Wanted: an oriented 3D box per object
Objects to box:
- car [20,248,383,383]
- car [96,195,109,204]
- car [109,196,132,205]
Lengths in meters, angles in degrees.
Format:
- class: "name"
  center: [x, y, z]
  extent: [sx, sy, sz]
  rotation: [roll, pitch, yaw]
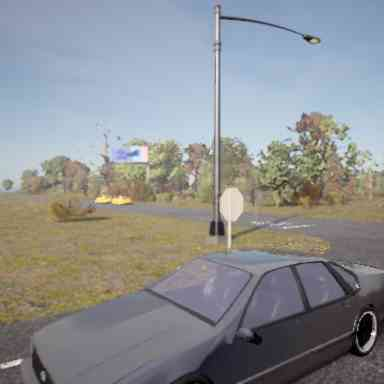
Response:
- class: "car"
  center: [0.778, 1.542, 4.463]
  extent: [5.357, 1.411, 2.033]
  rotation: [0, 0, -36]
- class: "car"
  center: [-16.061, 1.316, 61.188]
  extent: [1.882, 1.535, 5.008]
  rotation: [0, 0, -34]
- class: "car"
  center: [-11.479, 1.331, 54.450]
  extent: [1.882, 1.535, 5.008]
  rotation: [0, 0, -33]
